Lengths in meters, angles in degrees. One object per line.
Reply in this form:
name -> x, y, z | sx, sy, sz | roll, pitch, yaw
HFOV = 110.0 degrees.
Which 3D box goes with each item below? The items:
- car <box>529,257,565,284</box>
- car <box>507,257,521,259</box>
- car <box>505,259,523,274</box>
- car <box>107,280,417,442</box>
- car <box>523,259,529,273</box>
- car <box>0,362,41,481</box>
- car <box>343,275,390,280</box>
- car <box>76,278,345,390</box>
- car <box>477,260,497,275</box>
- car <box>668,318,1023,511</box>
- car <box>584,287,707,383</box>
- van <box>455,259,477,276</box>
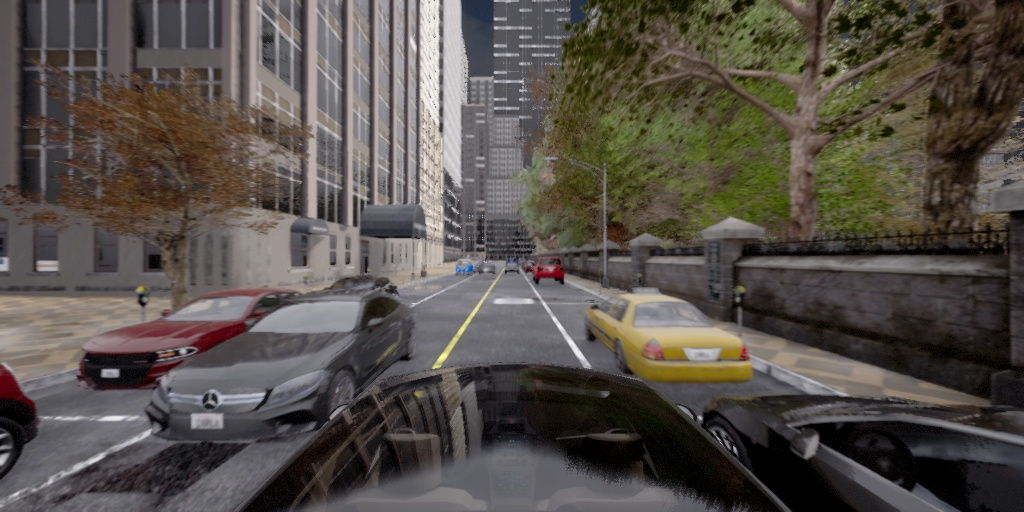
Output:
car -> 2.757, 1.078, 28.073 | 2.150, 2.045, 5.566 | 0, 0, 0
car -> 0.028, 1.187, 59.411 | 2.150, 2.045, 5.566 | 0, 0, 0
car -> 0.032, 1.461, 44.361 | 2.033, 1.411, 5.357 | 0, 0, 1
car -> -2.825, 1.292, 5.661 | 1.812, 1.442, 4.674 | 0, 0, 0
car -> 2.577, 1.464, 45.798 | 1.888, 1.381, 4.507 | 0, 0, 0
car -> -5.315, 1.190, 1.445 | 1.967, 1.591, 4.097 | 0, 0, 0
car -> -5.312, 1.360, 12.535 | 1.948, 1.339, 4.313 | 0, 0, 0
car -> -5.314, 1.317, 6.990 | 1.888, 1.381, 4.507 | 0, 0, 0
car -> -2.822, 1.393, 41.257 | 2.128, 1.511, 4.902 | 0, 0, 0
car -> 2.565, 1.314, 1.436 | 1.948, 1.339, 4.313 | 0, 0, 0
car -> 2.567, 1.296, 7.151 | 1.751, 1.417, 4.829 | 0, 0, 0
van -> -5.305, 1.241, 40.260 | 1.690, 1.789, 3.998 | 0, 0, 0
